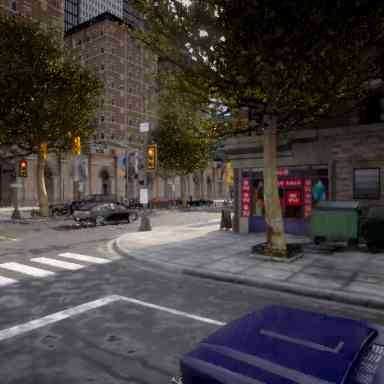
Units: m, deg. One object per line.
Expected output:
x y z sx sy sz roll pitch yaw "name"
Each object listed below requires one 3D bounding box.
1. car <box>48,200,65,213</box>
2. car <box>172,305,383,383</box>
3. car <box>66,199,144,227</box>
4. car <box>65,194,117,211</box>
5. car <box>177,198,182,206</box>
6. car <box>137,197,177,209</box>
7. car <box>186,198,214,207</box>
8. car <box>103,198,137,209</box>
-13.761 1.564 37.671 2.033 1.411 5.357 0 0 36 "car"
2.109 1.602 2.180 4.718 1.301 1.895 0 0 39 "car"
-5.859 1.504 23.260 2.128 1.511 4.902 -1 -1 36 "car"
-10.496 1.236 36.219 2.150 2.045 5.566 0 0 36 "car"
-2.269 1.580 53.617 1.994 1.385 4.181 0 0 36 "car"
-4.593 1.492 44.414 1.882 1.535 5.008 0 0 36 "car"
1.424 1.615 52.751 1.895 1.301 4.718 0 0 36 "car"
-10.271 1.612 47.910 1.895 1.301 4.718 0 0 36 "car"
